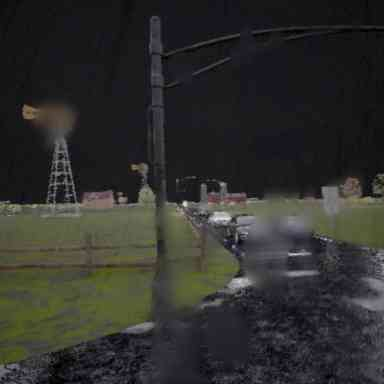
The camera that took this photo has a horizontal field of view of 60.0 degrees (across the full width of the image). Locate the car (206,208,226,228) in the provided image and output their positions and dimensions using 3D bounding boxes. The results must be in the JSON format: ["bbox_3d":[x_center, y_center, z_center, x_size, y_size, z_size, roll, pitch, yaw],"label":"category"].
[{"bbox_3d":[2.732,2.552,31.650,1.812,1.442,4.674,-2,-2,-3],"label":"car"}]

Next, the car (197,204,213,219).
[{"bbox_3d":[1.901,2.870,49.336,2.150,2.045,5.566,-2,-2,-2],"label":"car"}]

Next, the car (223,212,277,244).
[{"bbox_3d":[3.293,2.113,19.814,1.837,1.490,4.892,-2,-2,-3],"label":"car"}]

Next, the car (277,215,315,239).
[{"bbox_3d":[6.119,2.128,21.178,1.994,1.385,4.181,-2,-2,-3],"label":"car"}]
